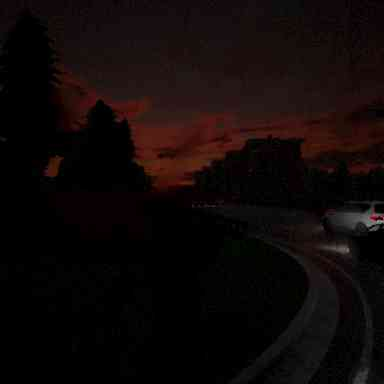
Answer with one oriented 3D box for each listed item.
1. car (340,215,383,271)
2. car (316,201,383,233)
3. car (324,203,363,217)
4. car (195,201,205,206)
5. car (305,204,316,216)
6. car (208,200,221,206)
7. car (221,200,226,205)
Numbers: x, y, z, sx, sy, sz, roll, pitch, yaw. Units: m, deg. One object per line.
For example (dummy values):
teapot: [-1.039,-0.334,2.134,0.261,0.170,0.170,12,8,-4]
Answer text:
car: [6.638,1.709,10.655,2.033,1.411,5.357,0,-1,10]
car: [9.662,1.510,19.012,2.150,2.045,5.566,0,-1,-7]
car: [17.745,2.069,39.280,1.882,1.535,5.008,0,-1,-7]
car: [1.827,2.849,81.334,1.895,1.301,4.718,0,-1,-7]
car: [14.447,2.072,37.422,1.837,1.490,4.892,0,-1,-7]
car: [5.206,2.821,82.495,1.994,1.385,4.181,0,-1,-7]
car: [7.767,2.860,90.001,1.882,1.535,5.008,0,-1,-7]
